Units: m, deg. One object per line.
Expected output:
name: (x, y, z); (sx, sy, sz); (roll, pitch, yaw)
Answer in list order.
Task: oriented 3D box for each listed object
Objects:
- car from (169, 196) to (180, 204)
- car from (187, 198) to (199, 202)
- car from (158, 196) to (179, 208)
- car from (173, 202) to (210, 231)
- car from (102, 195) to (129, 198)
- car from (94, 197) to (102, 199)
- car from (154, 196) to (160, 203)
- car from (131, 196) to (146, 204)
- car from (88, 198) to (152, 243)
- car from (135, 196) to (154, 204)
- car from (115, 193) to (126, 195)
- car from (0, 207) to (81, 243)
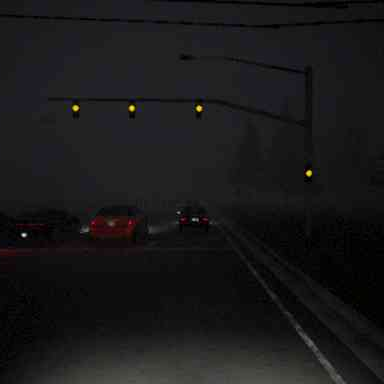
car: (-3.475, 1.504, 66.041); (1.837, 1.490, 4.892); (0, 0, 0)
car: (0.119, 1.564, 50.329); (1.994, 1.385, 4.181); (0, 0, 0)
car: (-3.382, 1.601, 48.655); (1.895, 1.301, 4.718); (0, 0, 0)
car: (0.110, 1.548, 20.493); (2.033, 1.411, 5.357); (0, 0, 0)
car: (-10.384, 1.548, 45.753); (2.033, 1.411, 5.357); (0, 0, 0)
car: (-13.882, 1.492, 50.749); (2.128, 1.511, 4.902); (0, 0, 0)
car: (-6.976, 1.548, 65.826); (2.033, 1.411, 5.357); (0, 0, 0)
car: (-10.475, 1.547, 65.794); (2.033, 1.411, 5.357); (0, 0, 0)
car: (-3.391, 1.352, 16.120); (2.097, 1.767, 4.553); (0, 0, 0)
car: (-6.883, 1.548, 45.784); (2.033, 1.411, 5.357); (0, 0, 0)
car: (-13.976, 1.225, 65.795); (2.150, 2.045, 5.566); (0, 0, 0)
car: (-6.892, 1.505, 16.063); (1.837, 1.490, 4.892); (0, 0, 0)
